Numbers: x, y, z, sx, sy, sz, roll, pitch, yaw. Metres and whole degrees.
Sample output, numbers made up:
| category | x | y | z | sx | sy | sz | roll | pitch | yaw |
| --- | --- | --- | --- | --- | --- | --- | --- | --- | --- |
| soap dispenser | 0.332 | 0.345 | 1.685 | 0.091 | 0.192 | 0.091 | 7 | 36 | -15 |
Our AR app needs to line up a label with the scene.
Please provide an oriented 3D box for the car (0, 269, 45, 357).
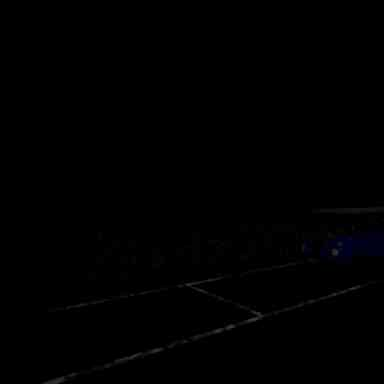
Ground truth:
| category | x | y | z | sx | sy | sz | roll | pitch | yaw |
| --- | --- | --- | --- | --- | --- | --- | --- | --- | --- |
| car | -4.106 | 1.542 | 3.717 | 4.507 | 1.381 | 1.887 | 0 | 0 | -35 |

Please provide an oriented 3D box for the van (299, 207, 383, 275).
| category | x | y | z | sx | sy | sz | roll | pitch | yaw |
| --- | --- | --- | --- | --- | --- | --- | --- | --- | --- |
| van | 5.017 | 1.362 | 10.221 | 3.998 | 1.788 | 1.690 | 0 | 0 | -35 |
